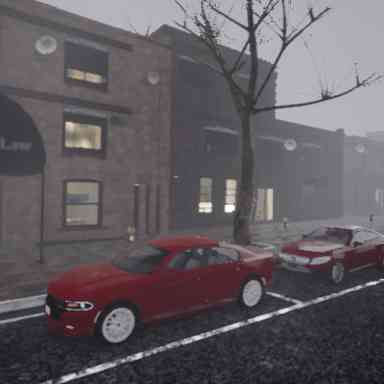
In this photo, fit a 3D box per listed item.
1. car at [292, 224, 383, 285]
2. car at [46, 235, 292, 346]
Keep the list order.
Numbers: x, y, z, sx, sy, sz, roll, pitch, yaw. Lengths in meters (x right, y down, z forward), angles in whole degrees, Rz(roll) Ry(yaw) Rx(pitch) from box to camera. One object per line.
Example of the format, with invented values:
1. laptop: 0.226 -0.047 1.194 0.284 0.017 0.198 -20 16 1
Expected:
1. car: 4.257 1.623 9.623 4.206 1.307 1.802 0 1 -35
2. car: -0.357 1.560 6.373 4.507 1.381 1.887 0 1 -35
